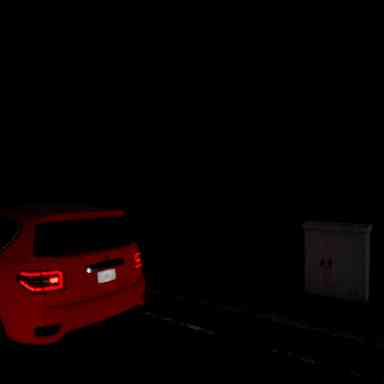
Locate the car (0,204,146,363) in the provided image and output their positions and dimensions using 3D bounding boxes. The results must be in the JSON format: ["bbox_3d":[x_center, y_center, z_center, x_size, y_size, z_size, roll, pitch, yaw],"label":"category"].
[{"bbox_3d":[-3.335,1.234,6.063,5.566,2.045,2.150,0,0,36],"label":"car"}]
